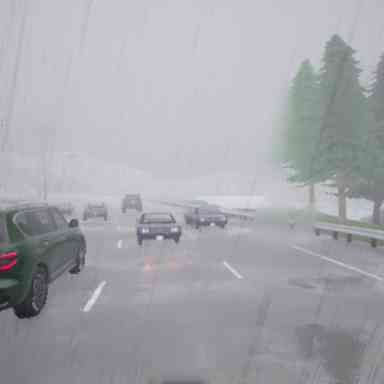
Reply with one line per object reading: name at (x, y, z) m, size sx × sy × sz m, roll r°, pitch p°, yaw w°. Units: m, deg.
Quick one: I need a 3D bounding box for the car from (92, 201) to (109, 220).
car at (-8.127, 1.549, 28.393) m, size 2.128 × 1.511 × 4.902 m, roll 0°, pitch 0°, yaw -13°

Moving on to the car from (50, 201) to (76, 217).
car at (-13.078, 1.693, 33.984) m, size 1.895 × 1.301 × 4.718 m, roll 0°, pitch 0°, yaw -14°

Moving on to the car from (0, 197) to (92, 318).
car at (-3.990, 1.249, 7.495) m, size 2.150 × 2.045 × 5.566 m, roll 0°, pitch 0°, yaw -6°

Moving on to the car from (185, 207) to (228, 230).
car at (0.721, 1.598, 21.257) m, size 1.895 × 1.301 × 4.718 m, roll 0°, pitch 0°, yaw -12°

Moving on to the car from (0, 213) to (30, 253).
car at (-8.382, 1.659, 13.610) m, size 1.895 × 1.301 × 4.718 m, roll 0°, pitch 0°, yaw -10°

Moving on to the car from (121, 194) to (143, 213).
car at (-6.986, 1.272, 38.521) m, size 2.150 × 2.045 × 5.566 m, roll 0°, pitch 0°, yaw -14°

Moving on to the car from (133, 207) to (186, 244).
car at (-1.734, 1.614, 15.943) m, size 1.895 × 1.301 × 4.718 m, roll 0°, pitch 0°, yaw -11°
